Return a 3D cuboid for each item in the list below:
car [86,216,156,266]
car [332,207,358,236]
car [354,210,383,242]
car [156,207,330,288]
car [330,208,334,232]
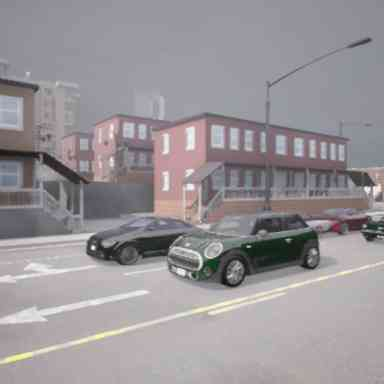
[{"bbox_3d":[-1.449,1.556,11.542,4.181,1.385,1.994,0,0,-35],"label":"car"},{"bbox_3d":[8.211,1.536,18.398,4.181,1.385,1.994,0,0,-35],"label":"car"},{"bbox_3d":[9.711,1.574,15.174,4.718,1.301,1.895,0,0,-35],"label":"car"},{"bbox_3d":[1.559,1.342,9.387,4.553,1.767,2.097,0,0,-36],"label":"car"},{"bbox_3d":[4.309,1.581,15.537,4.718,1.301,1.895,0,0,-35],"label":"car"}]
